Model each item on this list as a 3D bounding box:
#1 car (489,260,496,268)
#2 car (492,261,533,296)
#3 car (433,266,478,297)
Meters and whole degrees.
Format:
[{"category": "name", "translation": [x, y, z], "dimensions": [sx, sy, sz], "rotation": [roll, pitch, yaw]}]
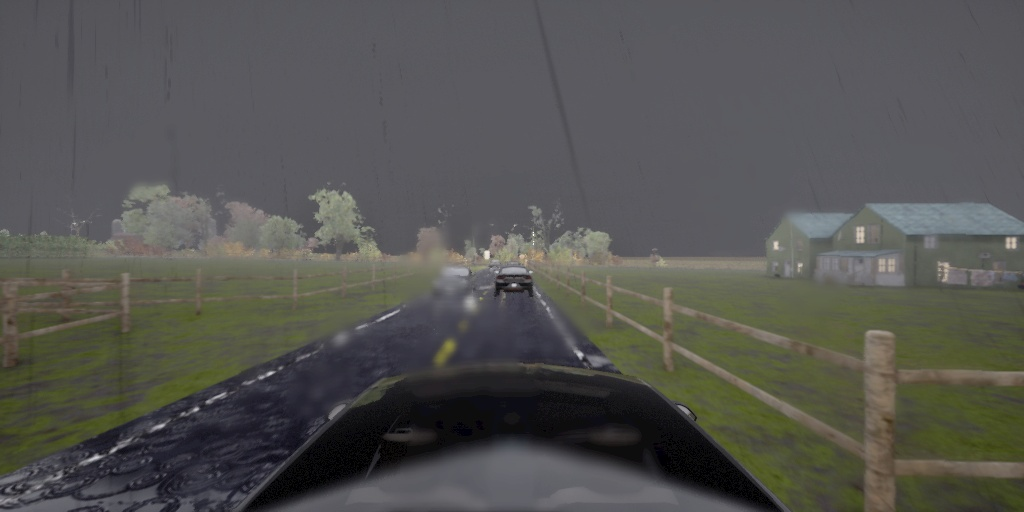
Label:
[{"category": "car", "translation": [-2.800, 1.336, 60.840], "dimensions": [1.994, 1.385, 4.181], "rotation": [0, 0, 1]}, {"category": "car", "translation": [0.100, 1.223, 19.297], "dimensions": [1.882, 1.535, 5.008], "rotation": [0, 0, 0]}, {"category": "car", "translation": [-2.853, 1.271, 18.877], "dimensions": [1.812, 1.442, 4.674], "rotation": [0, 0, 0]}]
